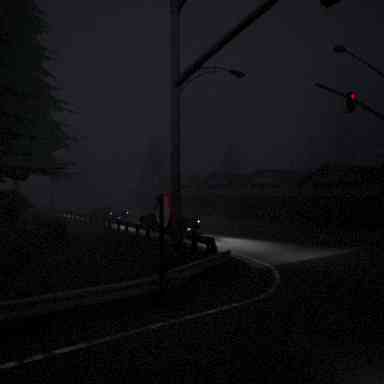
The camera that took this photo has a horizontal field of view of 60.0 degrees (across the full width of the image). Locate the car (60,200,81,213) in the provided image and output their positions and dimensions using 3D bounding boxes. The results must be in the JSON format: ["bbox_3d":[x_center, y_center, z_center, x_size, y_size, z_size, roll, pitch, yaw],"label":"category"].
[{"bbox_3d":[-14.674,1.676,40.037,2.128,1.511,4.902,0,1,-29],"label":"car"}]

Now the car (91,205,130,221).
[{"bbox_3d":[-7.129,1.792,28.829,1.895,1.301,4.718,0,0,-35],"label":"car"}]

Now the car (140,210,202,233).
[{"bbox_3d":[-1.427,1.792,20.670,1.895,1.301,4.718,0,0,-35],"label":"car"}]
